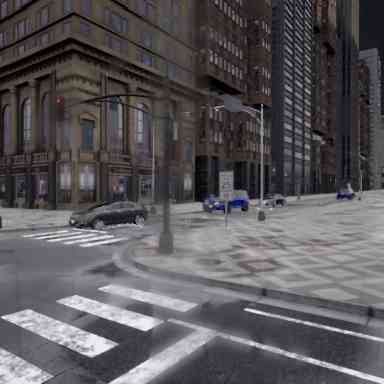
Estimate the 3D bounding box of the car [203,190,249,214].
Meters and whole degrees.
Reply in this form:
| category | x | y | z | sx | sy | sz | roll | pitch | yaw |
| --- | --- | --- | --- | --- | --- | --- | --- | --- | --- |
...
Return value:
| category | x | y | z | sx | sy | sz | roll | pitch | yaw |
| --- | --- | --- | --- | --- | --- | --- | --- | --- | --- |
| car | 3.193 | 0.833 | 30.143 | 2.150 | 2.045 | 5.566 | 0 | 1 | 36 |

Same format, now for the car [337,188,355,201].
| category | x | y | z | sx | sy | sz | roll | pitch | yaw |
| --- | --- | --- | --- | --- | --- | --- | --- | --- | --- |
| car | 26.421 | 0.371 | 57.051 | 2.150 | 2.045 | 5.566 | 0 | 0 | 36 |

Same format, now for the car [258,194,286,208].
| category | x | y | z | sx | sy | sz | roll | pitch | yaw |
| --- | --- | --- | --- | --- | --- | --- | --- | --- | --- |
| car | 9.410 | 0.960 | 38.797 | 2.128 | 1.511 | 4.902 | 0 | 1 | 36 |

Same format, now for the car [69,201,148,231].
| category | x | y | z | sx | sy | sz | roll | pitch | yaw |
| --- | --- | --- | --- | --- | --- | --- | --- | --- | --- |
| car | -4.744 | 1.292 | 19.445 | 1.837 | 1.490 | 4.892 | 0 | 1 | 40 |
